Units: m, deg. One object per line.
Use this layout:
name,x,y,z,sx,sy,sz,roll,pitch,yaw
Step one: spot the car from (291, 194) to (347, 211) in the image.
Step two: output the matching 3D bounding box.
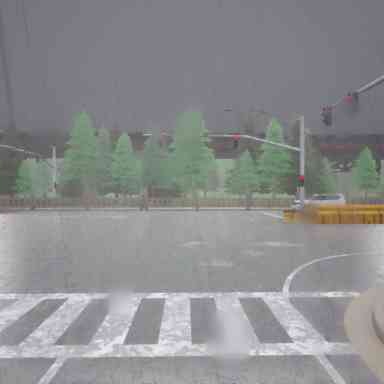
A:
car,13.535,1.221,35.445,5.566,2.045,2.150,0,0,-2
